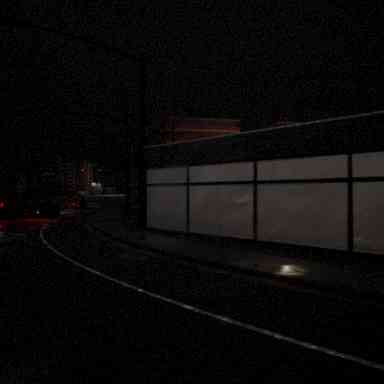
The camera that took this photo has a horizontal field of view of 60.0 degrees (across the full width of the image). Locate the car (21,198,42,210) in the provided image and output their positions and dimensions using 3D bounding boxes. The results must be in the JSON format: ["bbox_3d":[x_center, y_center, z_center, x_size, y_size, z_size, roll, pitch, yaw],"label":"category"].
[{"bbox_3d":[-20.756,1.546,42.971,1.994,1.385,4.181,0,0,-33],"label":"car"}]

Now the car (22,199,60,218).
[{"bbox_3d":[-13.342,1.491,30.214,2.128,1.511,4.902,0,0,-11],"label":"car"}]

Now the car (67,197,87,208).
[{"bbox_3d":[-16.102,1.458,46.746,1.882,1.535,5.008,0,0,-7],"label":"car"}]

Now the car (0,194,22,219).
[{"bbox_3d":[-16.725,1.221,29.298,2.150,2.045,5.566,0,0,-11],"label":"car"}]
